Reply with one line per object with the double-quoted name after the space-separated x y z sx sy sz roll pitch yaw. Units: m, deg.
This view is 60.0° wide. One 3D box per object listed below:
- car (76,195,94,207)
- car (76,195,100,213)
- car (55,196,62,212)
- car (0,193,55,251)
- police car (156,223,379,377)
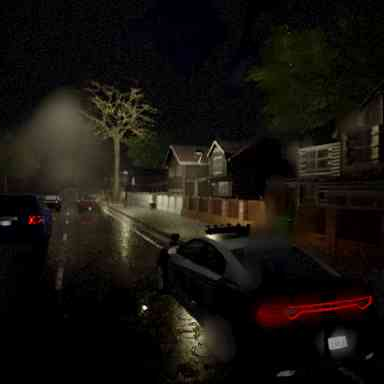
-13.576 1.109 41.906 1.994 1.385 4.181 1 0 -20 "car"
-9.808 1.169 31.586 1.837 1.490 4.892 1 1 -20 "car"
-13.943 1.093 32.816 2.128 1.511 4.902 1 0 -20 "car"
-6.745 1.045 12.974 2.150 2.045 5.566 1 0 -20 "car"
0.694 1.393 6.023 1.930 1.638 5.238 1 0 -20 "police car"
